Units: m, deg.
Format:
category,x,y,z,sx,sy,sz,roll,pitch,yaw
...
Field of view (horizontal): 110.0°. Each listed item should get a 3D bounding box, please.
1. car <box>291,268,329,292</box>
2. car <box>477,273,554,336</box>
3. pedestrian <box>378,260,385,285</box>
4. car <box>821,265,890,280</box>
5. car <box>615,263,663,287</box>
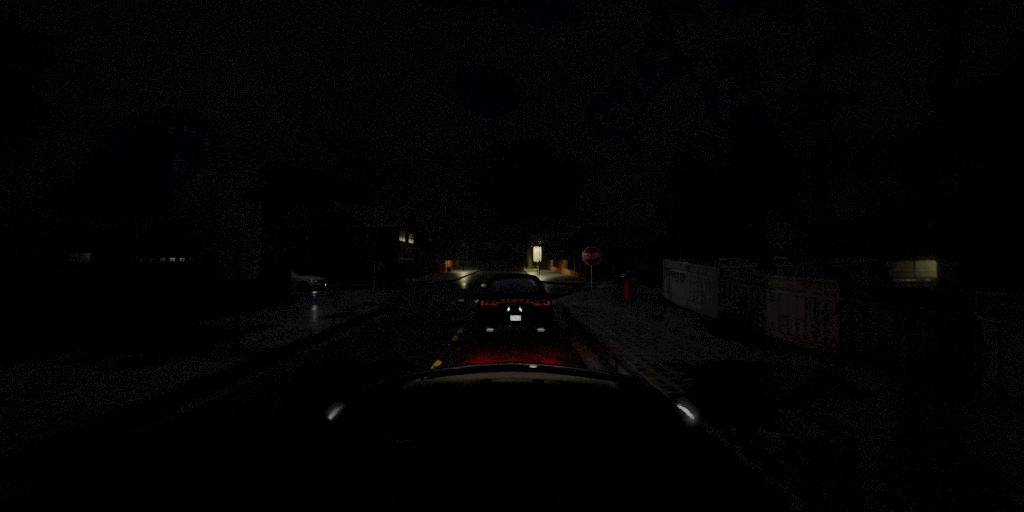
category,x,y,z,sx,sy,sz,roll,pitch,yaw
car,-13.128,1.420,20.785,4.674,1.442,1.812,-1,-2,0
car,0.080,1.241,10.497,1.882,1.535,5.008,0,0,0
pedestrian,-9.718,1.199,26.636,0.375,1.860,0.375,0,-1,1
car,21.496,1.031,23.371,5.008,1.535,1.882,0,-2,1
car,9.330,1.183,23.505,5.008,1.535,1.882,-1,-2,1
